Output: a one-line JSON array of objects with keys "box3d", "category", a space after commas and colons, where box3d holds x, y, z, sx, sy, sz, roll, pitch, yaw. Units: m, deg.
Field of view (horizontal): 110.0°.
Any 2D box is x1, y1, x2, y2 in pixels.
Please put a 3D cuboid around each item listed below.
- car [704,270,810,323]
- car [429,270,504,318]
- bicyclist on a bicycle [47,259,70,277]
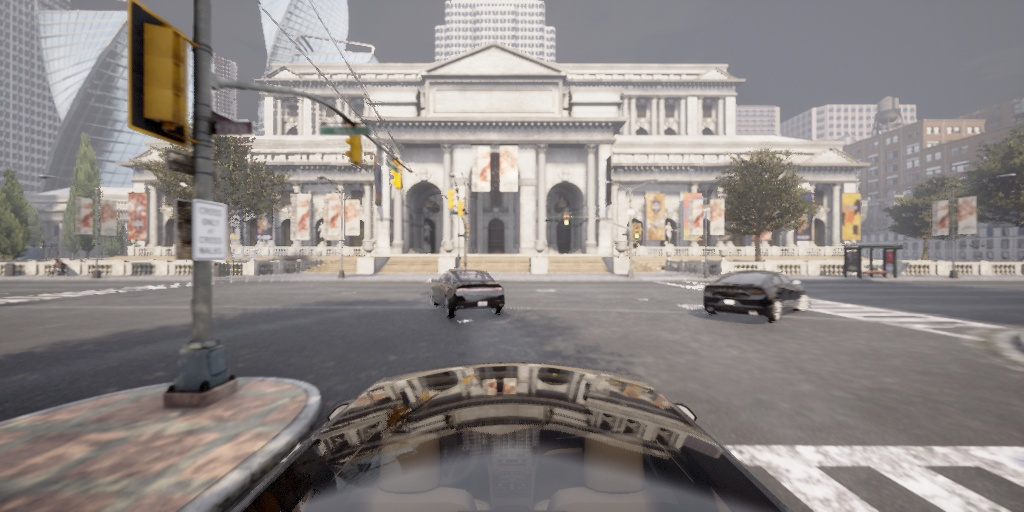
[{"box3d": [8.434, 1.228, 12.316, 5.008, 1.535, 1.882, 0, -1, -39], "category": "car"}, {"box3d": [-1.794, 1.241, 13.177, 2.128, 1.511, 4.902, 0, 0, -22], "category": "car"}, {"box3d": [-40.525, 1.052, 32.076, 0.582, 1.620, 1.656, 0, 0, 0], "category": "bicyclist on a bicycle"}]
